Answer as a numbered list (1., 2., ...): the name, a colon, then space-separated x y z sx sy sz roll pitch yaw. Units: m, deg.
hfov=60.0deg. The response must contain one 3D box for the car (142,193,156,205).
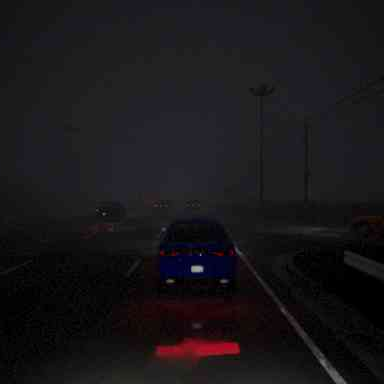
1. car: -6.860 1.370 57.525 2.097 1.767 4.553 0 0 0

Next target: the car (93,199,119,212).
1. car: -10.372 1.614 40.570 1.895 1.301 4.718 0 0 0

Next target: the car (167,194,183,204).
1. car: -3.355 1.584 65.820 1.994 1.385 4.181 0 0 0

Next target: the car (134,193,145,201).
1. car: -13.938 1.254 88.747 2.150 2.045 5.566 0 0 0

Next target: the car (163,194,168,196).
1. car: -6.938 1.384 89.111 2.097 1.767 4.553 0 0 0

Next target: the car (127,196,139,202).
1. car: -13.945 1.565 79.114 2.033 1.411 5.357 0 0 0

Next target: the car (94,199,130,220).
1. car: -6.881 1.534 28.349 1.812 1.442 4.674 0 0 0

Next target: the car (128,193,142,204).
1. car: -10.356 1.525 63.121 1.837 1.490 4.892 0 0 0

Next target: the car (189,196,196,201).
1. car: 0.062 1.624 88.459 1.895 1.301 4.718 0 0 0

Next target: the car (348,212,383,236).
1. car: 10.458 1.483 16.505 5.008 1.535 1.882 0 0 41

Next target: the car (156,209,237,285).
1. car: 0.107 1.481 9.560 1.882 1.535 5.008 0 0 0

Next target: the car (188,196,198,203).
1. car: 0.159 1.569 69.611 2.033 1.411 5.357 0 0 -1

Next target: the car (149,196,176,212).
1. car: -3.372 1.559 38.595 2.033 1.411 5.357 0 0 0

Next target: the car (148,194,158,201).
1. car: -10.438 1.384 89.607 2.097 1.767 4.553 0 0 0

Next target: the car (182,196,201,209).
1. car: 0.128 1.560 39.934 2.033 1.411 5.357 0 0 0
